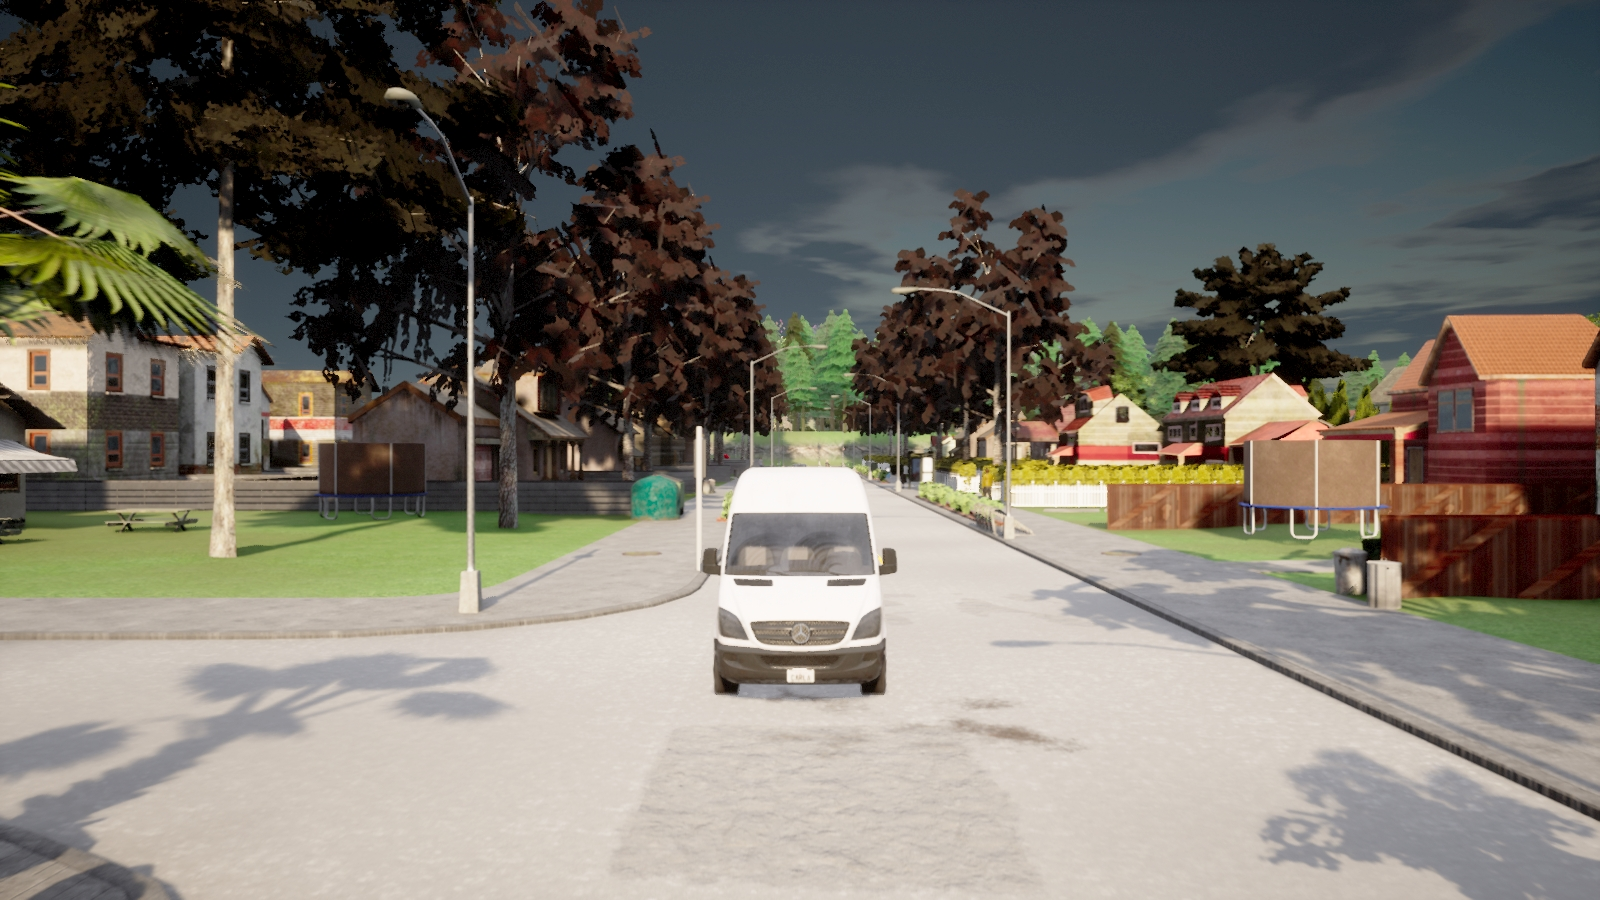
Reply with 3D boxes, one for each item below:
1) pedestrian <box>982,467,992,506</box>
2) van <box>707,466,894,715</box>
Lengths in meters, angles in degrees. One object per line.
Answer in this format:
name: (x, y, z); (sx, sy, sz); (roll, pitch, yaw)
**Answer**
pedestrian: (8.987, 1.744, 54.805); (0.375, 1.860, 0.375); (0, 0, -10)
van: (0.004, 1.535, 15.084); (1.988, 2.561, 5.915); (0, 0, 0)
